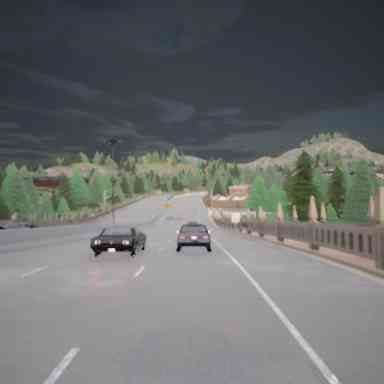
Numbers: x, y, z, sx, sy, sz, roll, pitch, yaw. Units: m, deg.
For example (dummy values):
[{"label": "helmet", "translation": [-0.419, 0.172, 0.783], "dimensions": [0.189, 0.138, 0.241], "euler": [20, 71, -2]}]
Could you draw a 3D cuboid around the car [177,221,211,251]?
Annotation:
[{"label": "car", "translation": [0.097, 2.510, 18.911], "dimensions": [2.033, 1.411, 5.357], "euler": [0, -5, 0]}]

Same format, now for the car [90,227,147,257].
[{"label": "car", "translation": [-3.403, 2.353, 16.352], "dimensions": [1.895, 1.301, 4.718], "euler": [0, -5, 0]}]

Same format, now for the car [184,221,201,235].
[{"label": "car", "translation": [0.095, 4.151, 38.928], "dimensions": [1.837, 1.490, 4.892], "euler": [0, -4, 0]}]

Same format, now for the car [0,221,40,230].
[{"label": "car", "translation": [-14.012, 3.124, 26.844], "dimensions": [2.128, 1.511, 4.902], "euler": [0, -5, 0]}]
